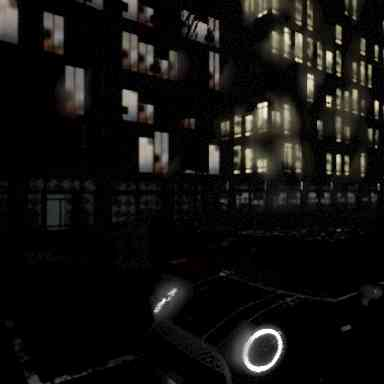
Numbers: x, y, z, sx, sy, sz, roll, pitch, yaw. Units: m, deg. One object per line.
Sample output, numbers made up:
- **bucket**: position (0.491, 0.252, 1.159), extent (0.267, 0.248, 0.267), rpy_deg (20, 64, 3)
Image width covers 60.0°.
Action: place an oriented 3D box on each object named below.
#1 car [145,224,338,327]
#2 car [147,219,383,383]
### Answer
- **car**: position (1.250, 1.558, 7.450), extent (4.206, 1.307, 1.802), rpy_deg (0, 0, -36)
- **car**: position (1.669, 1.334, 4.569), extent (4.553, 1.767, 2.097), rpy_deg (0, 0, -35)
